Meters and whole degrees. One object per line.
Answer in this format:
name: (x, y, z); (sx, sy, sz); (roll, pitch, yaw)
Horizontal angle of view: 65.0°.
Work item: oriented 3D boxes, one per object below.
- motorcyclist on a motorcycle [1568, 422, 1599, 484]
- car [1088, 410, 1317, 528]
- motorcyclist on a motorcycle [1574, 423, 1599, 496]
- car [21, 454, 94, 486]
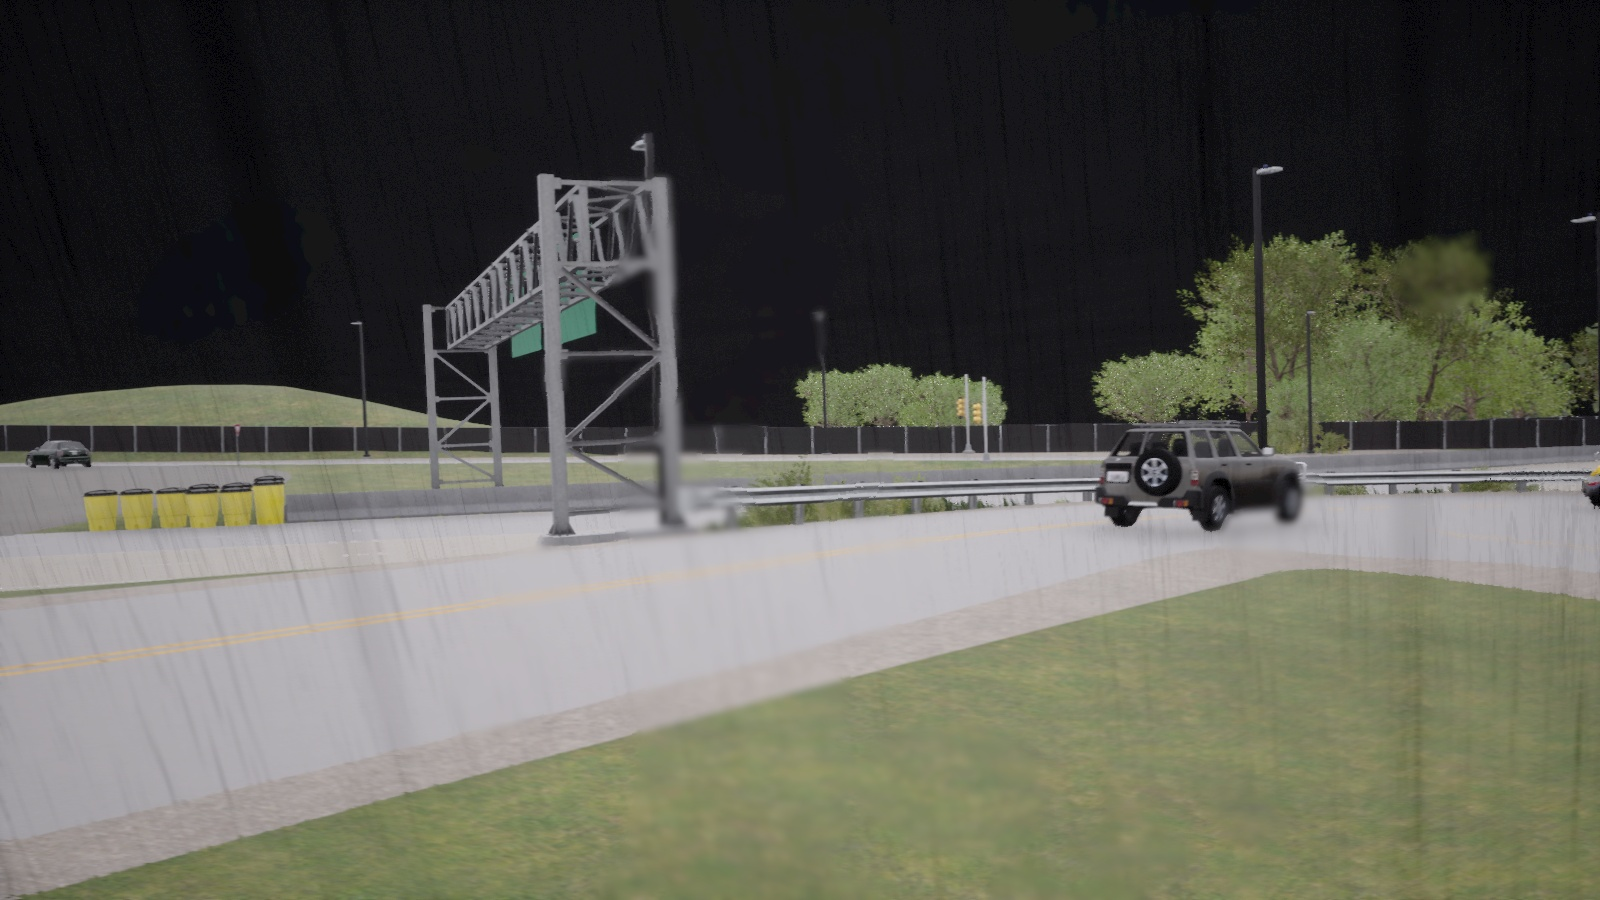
motorcyclist on a motorcycle: (21.590, 0.069, 33.410); (1.817, 1.590, 0.866); (-1, 2, -9)
car: (7.149, 0.266, 22.047); (1.932, 1.855, 4.605); (-1, 0, 44)
motorcyclist on a motorcycle: (19.163, 0.206, 29.033); (2.350, 1.649, 0.766); (-1, 2, -17)
car: (-45.366, 1.187, 76.672); (4.553, 1.767, 2.097); (0, 3, 36)
